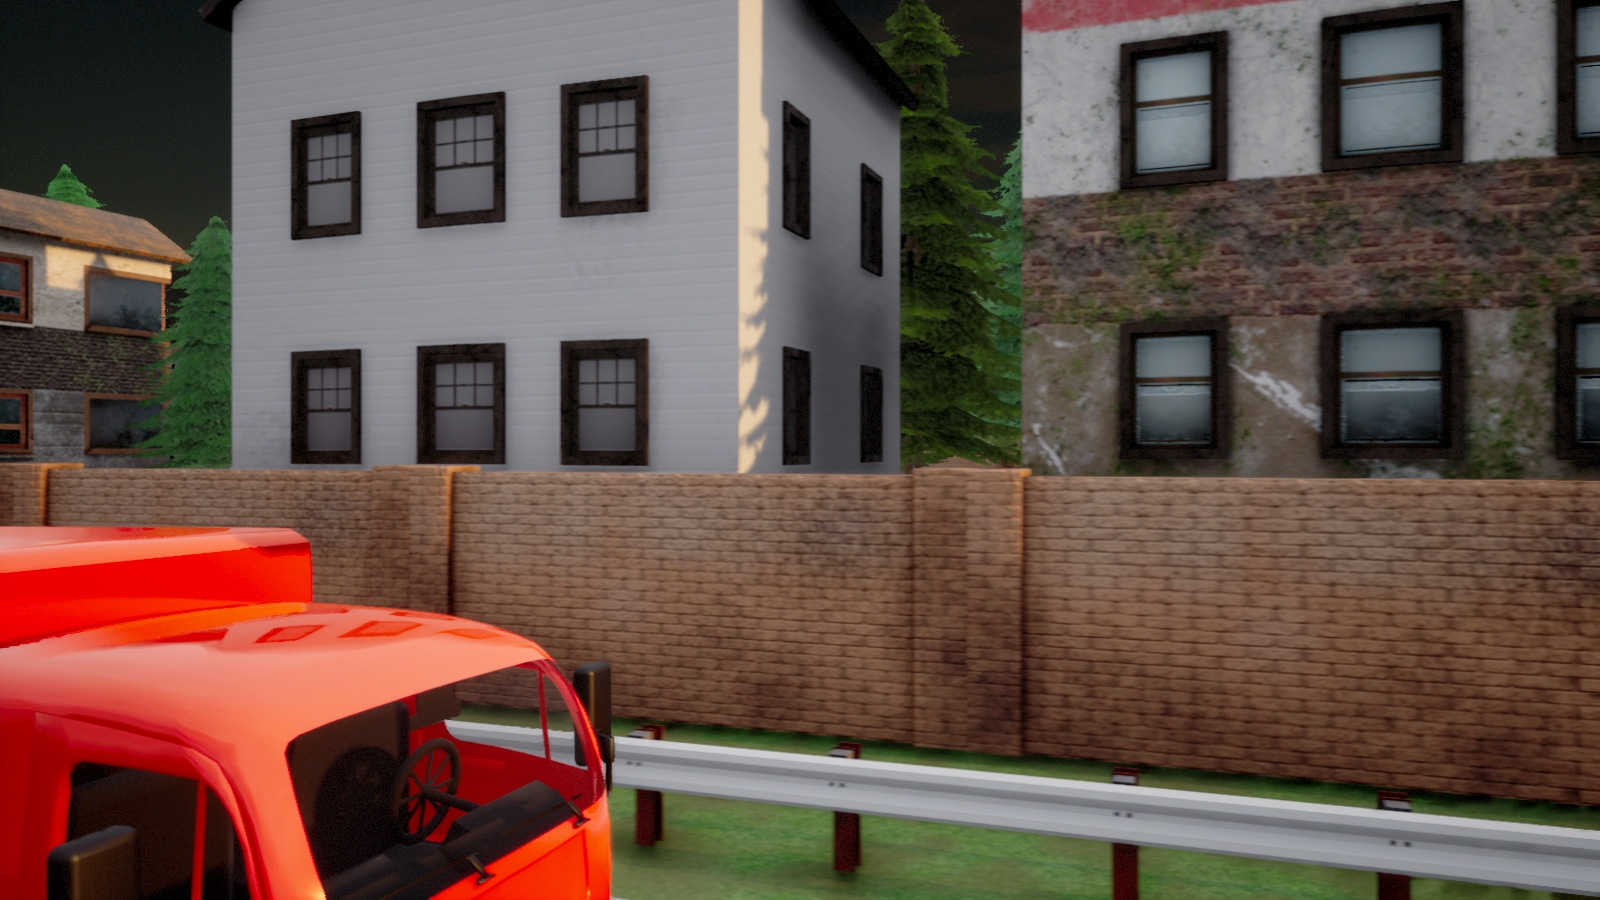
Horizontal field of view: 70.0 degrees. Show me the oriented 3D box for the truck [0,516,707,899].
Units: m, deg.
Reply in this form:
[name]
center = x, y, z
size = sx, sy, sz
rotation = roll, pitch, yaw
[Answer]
[truck]
center = -3.293, 1.577, 4.497
size = 5.204, 2.467, 2.627
rotation = -1, 0, 20
